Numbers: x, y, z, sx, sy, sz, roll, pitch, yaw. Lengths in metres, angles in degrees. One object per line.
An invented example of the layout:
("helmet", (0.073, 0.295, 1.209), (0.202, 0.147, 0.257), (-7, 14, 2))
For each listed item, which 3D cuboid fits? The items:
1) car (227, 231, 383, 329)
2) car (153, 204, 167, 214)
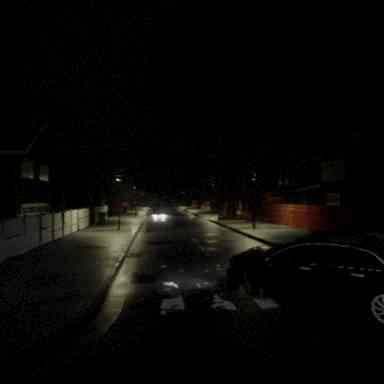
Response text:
("car", (2.916, 1.627, 7.133), (1.837, 1.490, 4.892), (-8, 4, -43))
("car", (-4.858, 2.508, 50.272), (2.128, 1.511, 4.902), (-1, -1, -6))
